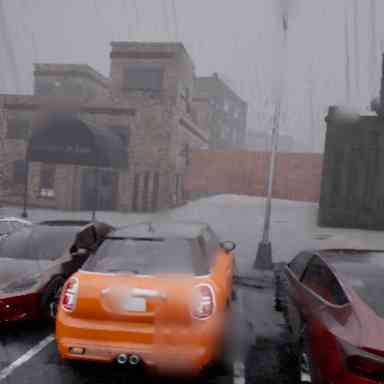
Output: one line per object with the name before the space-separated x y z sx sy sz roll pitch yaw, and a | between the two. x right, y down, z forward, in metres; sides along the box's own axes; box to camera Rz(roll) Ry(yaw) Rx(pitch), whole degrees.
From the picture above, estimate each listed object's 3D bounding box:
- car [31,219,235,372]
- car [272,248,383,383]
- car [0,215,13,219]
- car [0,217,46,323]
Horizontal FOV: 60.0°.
car | -0.357 1.276 5.816 2.185 1.767 4.553 1 0 8
car | 2.250 1.472 4.481 2.163 1.488 4.792 1 0 8
car | -5.552 1.361 8.631 2.002 1.452 4.674 1 0 8
car | -2.953 1.391 7.209 2.163 1.488 4.792 1 0 8
